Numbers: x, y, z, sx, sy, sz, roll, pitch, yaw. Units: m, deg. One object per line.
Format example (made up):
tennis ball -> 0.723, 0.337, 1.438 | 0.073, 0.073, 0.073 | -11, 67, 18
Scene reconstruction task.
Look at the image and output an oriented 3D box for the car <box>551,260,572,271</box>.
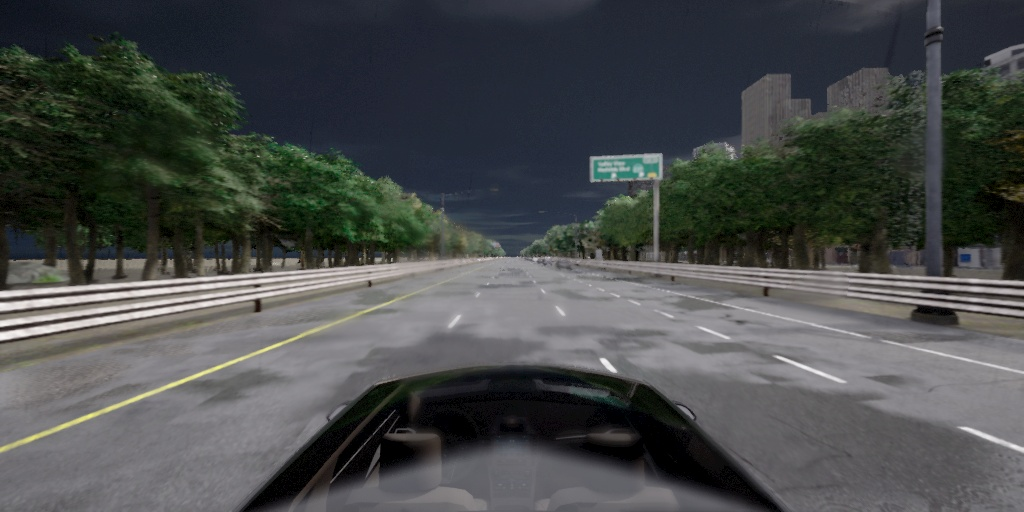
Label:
car -> 7.071, 1.228, 49.626 | 2.128, 1.511, 4.902 | 0, 0, 0
